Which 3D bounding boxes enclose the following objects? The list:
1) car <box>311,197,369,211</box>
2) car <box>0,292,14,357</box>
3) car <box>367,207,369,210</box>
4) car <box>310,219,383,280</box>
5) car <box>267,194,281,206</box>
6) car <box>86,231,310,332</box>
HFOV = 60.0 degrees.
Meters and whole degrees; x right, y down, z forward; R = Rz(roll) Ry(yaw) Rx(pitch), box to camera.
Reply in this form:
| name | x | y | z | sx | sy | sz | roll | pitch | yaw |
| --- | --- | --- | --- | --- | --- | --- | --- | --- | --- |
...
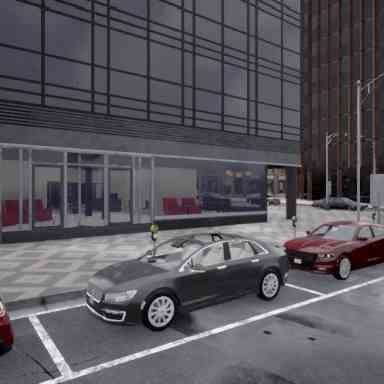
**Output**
| name | x | y | z | sx | sy | sz | roll | pitch | yaw |
| --- | --- | --- | --- | --- | --- | --- | --- | --- | --- |
| car | 14.933 | 1.202 | 33.792 | 2.033 | 1.411 | 5.357 | 0 | 1 | -41 |
| car | -4.318 | 1.440 | 3.570 | 4.097 | 1.590 | 1.967 | 0 | 0 | -36 |
| car | 9.005 | 1.441 | 13.084 | 4.097 | 1.590 | 1.967 | 0 | 0 | -36 |
| car | 4.564 | 1.545 | 9.912 | 4.507 | 1.381 | 1.887 | 0 | 0 | -36 |
| car | 9.002 | 0.961 | 42.156 | 1.837 | 1.490 | 4.892 | 0 | 1 | -36 |
| car | 0.123 | 1.551 | 6.741 | 4.403 | 1.369 | 2.008 | 0 | 0 | -36 |
